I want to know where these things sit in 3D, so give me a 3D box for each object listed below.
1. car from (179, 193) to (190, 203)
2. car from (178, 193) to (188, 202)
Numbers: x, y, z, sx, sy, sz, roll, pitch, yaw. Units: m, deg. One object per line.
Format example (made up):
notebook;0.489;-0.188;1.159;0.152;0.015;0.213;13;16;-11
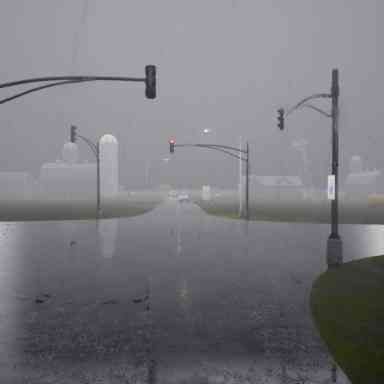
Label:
car;-1.523;1.557;69.974;1.812;1.442;4.674;0;0;-3
car;-2.109;1.193;80.009;2.150;2.045;5.566;0;0;-4
